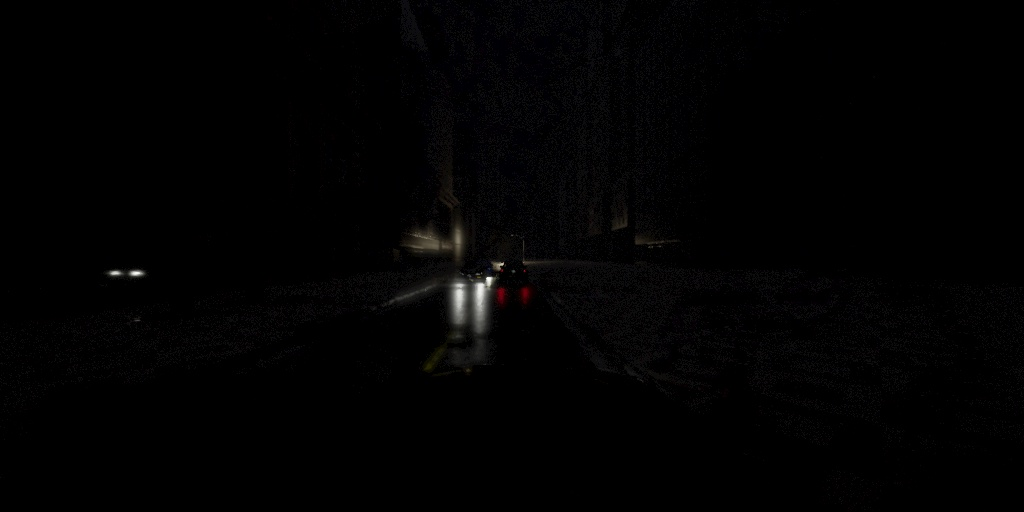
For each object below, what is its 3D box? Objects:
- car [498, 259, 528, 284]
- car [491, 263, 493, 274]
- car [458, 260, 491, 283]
[{"bbox_3d":[0.112,1.073,26.645,2.097,1.767,4.553,0,0,0],"label":"car"},{"bbox_3d":[-2.934,1.182,36.505,1.882,1.535,5.008,0,0,0],"label":"car"},{"bbox_3d":[-2.959,1.223,27.914,1.837,1.490,4.892,0,0,0],"label":"car"}]
